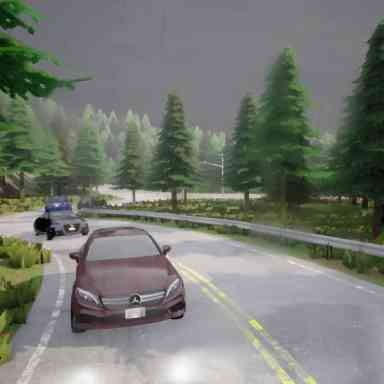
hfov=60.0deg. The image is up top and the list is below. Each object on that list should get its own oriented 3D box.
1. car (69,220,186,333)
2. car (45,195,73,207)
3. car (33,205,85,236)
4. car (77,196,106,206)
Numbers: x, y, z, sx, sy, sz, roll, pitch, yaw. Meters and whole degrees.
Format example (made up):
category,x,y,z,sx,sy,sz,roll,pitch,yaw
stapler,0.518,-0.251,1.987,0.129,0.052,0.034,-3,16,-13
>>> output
category,x,y,z,sx,sy,sz,roll,pitch,yaw
car,-1.527,1.523,7.103,1.812,1.442,4.674,-2,0,-17
car,-12.889,1.326,32.236,2.150,2.045,5.566,-1,0,-18
car,-7.113,1.663,17.898,1.994,1.385,4.181,-4,2,-38
car,-12.753,1.289,42.828,2.097,1.767,4.553,2,2,13
